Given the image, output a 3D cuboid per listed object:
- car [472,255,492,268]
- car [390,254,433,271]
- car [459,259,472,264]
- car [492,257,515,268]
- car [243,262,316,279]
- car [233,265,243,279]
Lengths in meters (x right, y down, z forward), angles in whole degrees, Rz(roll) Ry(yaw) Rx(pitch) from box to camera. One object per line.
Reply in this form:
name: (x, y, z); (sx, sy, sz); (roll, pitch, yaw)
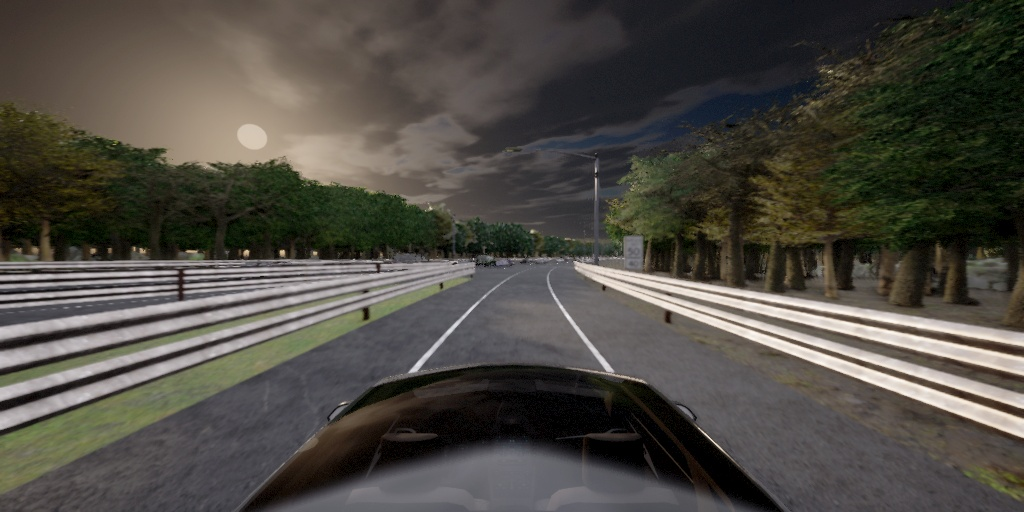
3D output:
car: (-4.372, 0.932, 61.981); (2.150, 2.045, 5.566); (0, 0, 19)
car: (-9.607, 0.848, 35.305); (2.150, 2.045, 5.566); (0, 0, 19)
car: (-7.715, 1.251, 63.034); (1.994, 1.385, 4.181); (0, 0, 19)
car: (-1.057, 1.273, 60.862); (2.033, 1.411, 5.357); (0, 0, 18)
car: (-16.432, 1.135, 25.946); (1.994, 1.385, 4.181); (0, 0, 19)
car: (-19.423, 1.159, 28.031); (1.895, 1.301, 4.718); (0, 0, 19)
